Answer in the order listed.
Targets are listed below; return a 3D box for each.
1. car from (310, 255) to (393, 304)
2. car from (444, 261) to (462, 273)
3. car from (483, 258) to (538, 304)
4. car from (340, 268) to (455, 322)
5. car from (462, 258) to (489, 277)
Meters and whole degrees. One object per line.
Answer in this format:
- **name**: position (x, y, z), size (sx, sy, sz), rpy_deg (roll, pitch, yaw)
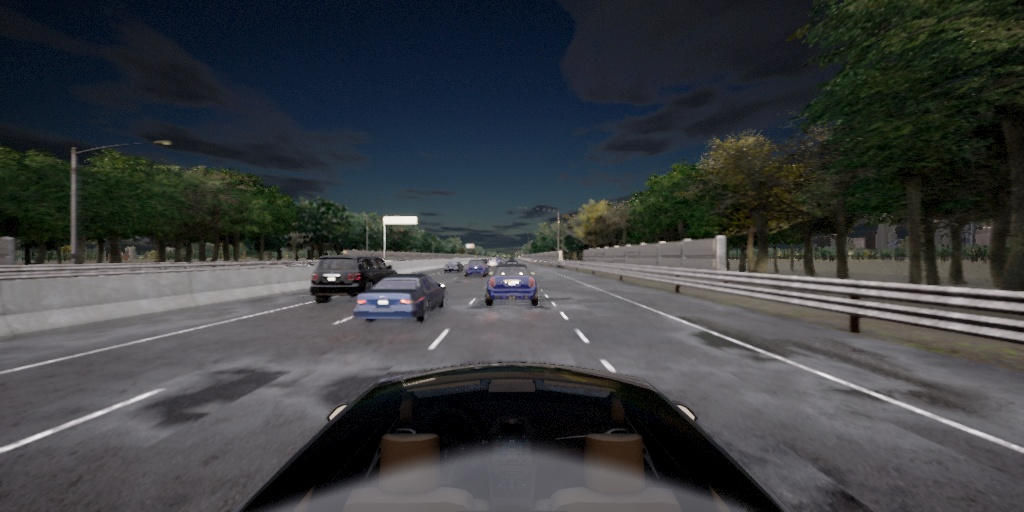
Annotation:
- **car**: position (-7.002, 0.987, 16.591), size (2.150, 2.045, 5.566), rpy_deg (0, 0, 0)
- **car**: position (-7.007, 1.348, 43.711), size (2.033, 1.411, 5.357), rpy_deg (0, 0, 0)
- **car**: position (0.000, 1.117, 16.430), size (2.097, 1.767, 4.553), rpy_deg (0, 0, 0)
- **car**: position (-3.503, 1.308, 12.254), size (2.033, 1.411, 5.357), rpy_deg (0, 0, 0)
- **car**: position (-3.507, 1.143, 36.842), size (2.097, 1.767, 4.553), rpy_deg (0, 0, 0)
